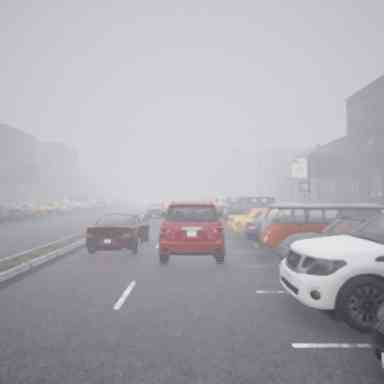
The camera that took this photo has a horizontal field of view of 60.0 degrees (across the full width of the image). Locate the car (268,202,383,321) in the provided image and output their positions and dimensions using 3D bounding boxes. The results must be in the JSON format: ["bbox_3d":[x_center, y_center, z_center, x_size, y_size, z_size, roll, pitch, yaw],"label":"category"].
[{"bbox_3d":[4.609,1.292,6.471,5.566,2.045,2.435,0,-1,0],"label":"car"}]

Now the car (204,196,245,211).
[{"bbox_3d":[4.593,1.625,47.826,5.566,2.045,2.435,0,-1,0],"label":"car"}]

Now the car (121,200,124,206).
[{"bbox_3d":[-15.984,2.184,62.111,5.366,1.575,1.946,0,-1,0],"label":"car"}]

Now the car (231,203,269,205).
[{"bbox_3d":[4.818,1.642,20.260,5.366,1.575,1.946,0,0,0],"label":"car"}]

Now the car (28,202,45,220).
[{"bbox_3d":[-15.856,1.685,28.662,4.892,1.521,2.231,0,0,0],"label":"car"}]

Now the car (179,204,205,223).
[{"bbox_3d":[0.010,1.773,28.415,1.994,1.385,4.181,0,0,0],"label":"car"}]

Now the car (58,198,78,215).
[{"bbox_3d":[-16.022,1.727,37.122,5.366,1.575,1.946,0,0,0],"label":"car"}]

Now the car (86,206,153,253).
[{"bbox_3d":[-2.978,1.603,14.256,1.882,1.535,5.008,0,0,1],"label":"car"}]

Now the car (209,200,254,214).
[{"bbox_3d":[4.619,1.761,39.555,5.008,1.535,2.097,0,-1,0],"label":"car"}]

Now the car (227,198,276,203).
[{"bbox_3d":[4.599,1.550,25.777,4.553,1.767,2.185,0,0,0],"label":"car"}]

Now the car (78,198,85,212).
[{"bbox_3d":[-15.835,1.794,39.892,4.674,1.452,2.002,0,0,0],"label":"car"}]

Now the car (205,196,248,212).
[{"bbox_3d":[4.594,1.579,45.069,5.566,2.045,2.435,0,-1,0],"label":"car"}]

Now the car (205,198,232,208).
[{"bbox_3d":[4.648,1.986,58.844,4.553,1.767,2.185,0,-1,0],"label":"car"}]

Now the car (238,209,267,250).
[{"bbox_3d":[4.632,1.650,14.744,4.674,1.452,2.002,0,0,0],"label":"car"}]

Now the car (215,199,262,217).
[{"bbox_3d":[4.658,1.593,34.047,4.553,1.767,2.185,0,0,0],"label":"car"}]

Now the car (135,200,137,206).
[{"bbox_3d":[-15.807,2.562,75.875,4.792,1.488,2.163,0,-1,0],"label":"car"}]

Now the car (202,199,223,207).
[{"bbox_3d":[4.579,2.389,75.383,4.553,1.767,2.185,0,-1,0],"label":"car"}]

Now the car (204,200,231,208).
[{"bbox_3d":[4.645,2.206,61.597,4.792,1.488,2.163,0,-1,0],"label":"car"}]

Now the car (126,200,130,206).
[{"bbox_3d":[-15.761,2.351,67.541,4.792,1.488,2.163,0,-1,0],"label":"car"}]

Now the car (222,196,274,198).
[{"bbox_3d":[4.656,1.452,31.293,5.566,2.045,2.435,0,0,0],"label":"car"}]

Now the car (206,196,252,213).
[{"bbox_3d":[4.595,1.543,42.316,5.566,2.045,2.435,0,-1,0],"label":"car"}]

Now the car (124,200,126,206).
[{"bbox_3d":[-15.767,2.127,64.775,4.553,1.767,2.185,0,-1,0],"label":"car"}]

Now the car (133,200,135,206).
[{"bbox_3d":[-15.775,2.463,73.099,4.892,1.521,2.231,0,-1,0],"label":"car"}]

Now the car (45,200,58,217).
[{"bbox_3d":[-15.850,1.697,31.565,5.008,1.535,2.097,0,0,0],"label":"car"}]

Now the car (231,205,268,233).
[{"bbox_3d":[4.819,1.625,17.501,5.366,1.575,1.946,0,0,0],"label":"car"}]

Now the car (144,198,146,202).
[{"bbox_3d":[-15.763,2.907,89.767,4.892,1.521,2.231,0,-2,0],"label":"car"}]

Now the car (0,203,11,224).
[{"bbox_3d":[-15.852,1.657,23.102,5.008,1.535,2.097,0,0,0],"label":"car"}]

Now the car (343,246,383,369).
[{"bbox_3d":[4.610,1.548,3.711,4.792,1.488,2.163,0,-1,0],"label":"car"}]

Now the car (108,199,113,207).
[{"bbox_3d":[-15.780,1.858,53.656,4.553,1.767,2.185,0,-1,0],"label":"car"}]

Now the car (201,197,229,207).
[{"bbox_3d":[4.642,2.058,67.117,5.566,2.045,2.435,0,-1,0],"label":"car"}]

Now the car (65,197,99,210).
[{"bbox_3d":[-16.010,1.821,45.324,5.366,1.575,1.946,0,-1,0],"label":"car"}]

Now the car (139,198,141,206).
[{"bbox_3d":[-15.775,2.684,81.558,4.892,1.521,2.231,0,-2,0],"label":"car"}]

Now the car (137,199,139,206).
[{"bbox_3d":[-15.768,2.609,78.779,5.008,1.535,2.097,0,-2,0],"label":"car"}]

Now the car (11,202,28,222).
[{"bbox_3d":[-15.883,1.700,25.882,4.792,1.488,2.163,0,0,0],"label":"car"}]

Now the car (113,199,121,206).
[{"bbox_3d":[-15.809,2.120,59.332,4.892,1.521,2.231,0,-1,0],"label":"car"}]

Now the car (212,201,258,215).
[{"bbox_3d":[4.655,1.768,36.803,4.792,1.488,2.163,0,0,0],"label":"car"}]

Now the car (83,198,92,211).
[{"bbox_3d":[-15.826,1.825,42.550,4.674,1.452,2.002,0,-1,0],"label":"car"}]

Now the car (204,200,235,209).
[{"bbox_3d":[4.613,2.046,56.084,5.008,1.535,2.097,0,-1,0],"label":"car"}]

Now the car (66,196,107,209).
[{"bbox_3d":[-15.791,1.619,48.106,5.566,2.045,2.435,0,-1,0],"label":"car"}]

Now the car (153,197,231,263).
[{"bbox_3d":[0.004,1.338,12.594,2.150,2.045,5.566,0,0,0],"label":"car"}]

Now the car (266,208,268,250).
[{"bbox_3d":[4.668,1.442,9.229,4.553,1.767,2.185,0,0,0],"label":"car"}]

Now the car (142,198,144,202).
[{"bbox_3d":[-15.790,2.859,86.988,4.792,1.488,2.163,0,-2,0],"label":"car"}]

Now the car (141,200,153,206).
[{"bbox_3d":[-2.988,1.737,28.893,1.812,1.442,4.674,0,0,0],"label":"car"}]

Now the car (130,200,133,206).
[{"bbox_3d":[-15.791,2.391,70.320,5.008,1.535,2.097,0,-1,0],"label":"car"}]

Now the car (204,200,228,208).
[{"bbox_3d":[4.612,2.282,64.353,4.674,1.452,2.002,0,-1,0],"label":"car"}]
